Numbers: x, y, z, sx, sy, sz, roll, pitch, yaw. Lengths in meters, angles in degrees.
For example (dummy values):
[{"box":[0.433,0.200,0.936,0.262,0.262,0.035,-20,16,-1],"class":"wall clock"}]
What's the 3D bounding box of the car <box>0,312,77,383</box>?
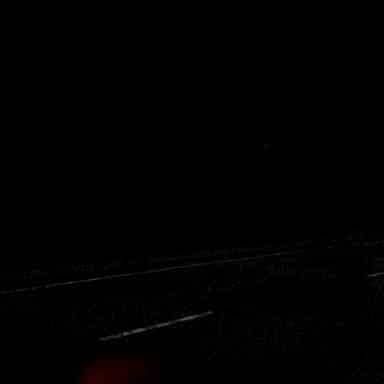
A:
[{"box":[-3.301,1.533,1.557,5.357,1.411,2.033,0,0,-36],"class":"car"}]
